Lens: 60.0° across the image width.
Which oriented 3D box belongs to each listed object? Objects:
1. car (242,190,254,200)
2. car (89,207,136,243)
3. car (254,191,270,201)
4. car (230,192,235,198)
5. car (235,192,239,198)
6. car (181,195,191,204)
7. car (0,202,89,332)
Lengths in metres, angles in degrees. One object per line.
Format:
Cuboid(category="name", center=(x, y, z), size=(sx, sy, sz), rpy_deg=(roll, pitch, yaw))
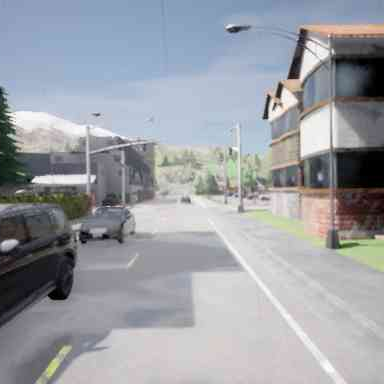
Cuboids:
Cuboid(category="car", center=(12.933, 0.674, 64.789), size=(5.027, 1.636, 2.152), rpy_deg=(-1, 0, -1))
Cuboid(category="car", center=(-3.859, 1.478, 15.915), size=(2.128, 1.511, 4.902), rpy_deg=(-1, 0, -1))
Cuboid(category="car", center=(13.383, 0.775, 58.379), size=(3.806, 1.475, 1.970), rpy_deg=(-1, 0, -1))
Cuboid(category="car", center=(12.213, 0.557, 80.477), size=(4.605, 1.855, 1.932), rpy_deg=(-1, 0, -1))
Cuboid(category="car", center=(12.682, 0.543, 77.580), size=(3.866, 1.878, 1.905), rpy_deg=(-1, 0, -1))
Cuboid(category="car", center=(-1.111, 1.295, 58.796), size=(2.033, 1.411, 5.357), rpy_deg=(-1, 0, -1))
Cuboid(category="car", center=(-3.689, 1.252, 5.518), size=(2.150, 2.045, 5.566), rpy_deg=(-1, 0, -1))
